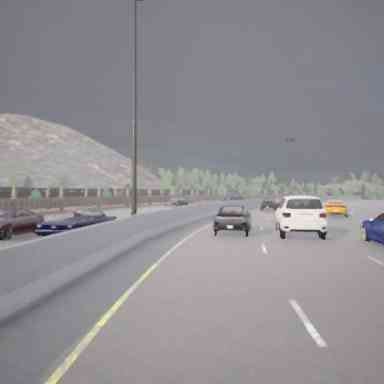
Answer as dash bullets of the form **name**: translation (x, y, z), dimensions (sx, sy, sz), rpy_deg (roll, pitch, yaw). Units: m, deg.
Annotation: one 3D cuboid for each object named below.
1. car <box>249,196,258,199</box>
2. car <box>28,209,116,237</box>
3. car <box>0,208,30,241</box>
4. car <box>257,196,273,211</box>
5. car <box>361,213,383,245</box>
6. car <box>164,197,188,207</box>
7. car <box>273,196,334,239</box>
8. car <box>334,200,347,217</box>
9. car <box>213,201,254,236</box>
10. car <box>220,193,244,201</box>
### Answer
- **car**: translation (10.920, 1.428, 56.213), dimensions (1.837, 1.490, 4.892), rpy_deg (0, 0, 35)
- **car**: translation (-5.488, 1.546, 16.283), dimensions (1.895, 1.301, 4.718), rpy_deg (0, 0, 10)
- **car**: translation (-8.995, 1.496, 16.187), dimensions (1.994, 1.385, 4.181), rpy_deg (0, 0, 10)
- **car**: translation (9.557, 1.459, 39.650), dimensions (1.837, 1.490, 4.892), rpy_deg (0, 0, 25)
- **car**: translation (8.408, 1.482, 13.274), dimensions (1.882, 1.535, 5.008), rpy_deg (0, 0, 9)
- **car**: translation (-2.175, 1.418, 47.881), dimensions (1.812, 1.442, 4.674), rpy_deg (0, 0, 27)
- **car**: translation (5.621, 1.207, 17.536), dimensions (2.150, 2.045, 5.566), rpy_deg (0, 0, 12)
- **car**: translation (13.648, 1.463, 31.703), dimensions (1.882, 1.535, 5.008), rpy_deg (0, 0, 21)
- **car**: translation (2.312, 1.463, 18.342), dimensions (2.128, 1.511, 4.902), rpy_deg (0, 0, 12)
- **car**: translation (6.847, 1.125, 56.492), dimensions (2.150, 2.045, 5.566), rpy_deg (0, 0, 34)
